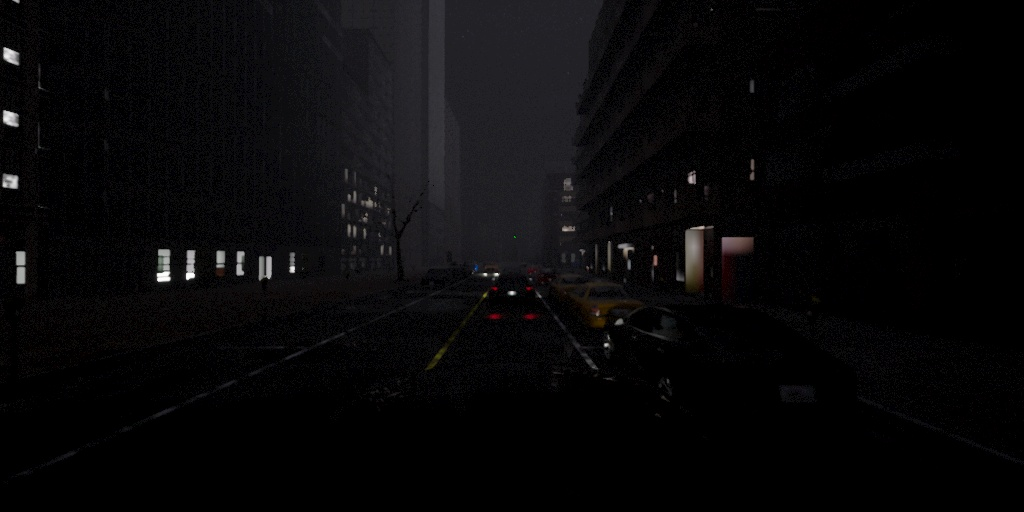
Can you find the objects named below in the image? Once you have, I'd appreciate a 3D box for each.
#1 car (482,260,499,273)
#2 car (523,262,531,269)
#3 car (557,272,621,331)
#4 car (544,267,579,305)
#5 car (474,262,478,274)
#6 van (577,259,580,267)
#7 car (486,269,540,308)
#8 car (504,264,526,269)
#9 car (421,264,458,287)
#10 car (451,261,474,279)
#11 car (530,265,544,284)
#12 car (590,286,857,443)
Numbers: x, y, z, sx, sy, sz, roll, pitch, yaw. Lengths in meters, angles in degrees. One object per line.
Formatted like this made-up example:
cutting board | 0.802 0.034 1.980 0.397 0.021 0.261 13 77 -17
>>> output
car | -3.007 1.738 53.109 1.882 1.535 5.008 0 -1 0
car | 2.688 1.711 44.100 1.888 1.381 4.507 0 0 0
car | 2.690 1.363 11.134 1.751 1.417 4.829 0 0 0
car | 2.689 1.417 16.658 1.751 1.417 4.829 0 0 0
car | -5.692 1.732 44.101 1.948 1.339 4.313 0 0 0
van | 13.741 1.497 61.206 3.998 1.789 1.690 0 0 0
car | 0.006 1.452 16.156 1.994 1.385 4.181 0 -1 0
car | 0.002 1.635 30.957 1.895 1.301 4.718 0 -1 0
car | -5.692 1.566 27.534 1.948 1.339 4.313 0 0 0
car | -5.692 1.425 38.578 2.192 1.841 5.009 0 0 0
car | 2.689 1.545 27.533 1.888 1.381 4.507 0 0 0
car | 2.690 1.351 5.443 1.948 1.339 4.313 0 0 0
